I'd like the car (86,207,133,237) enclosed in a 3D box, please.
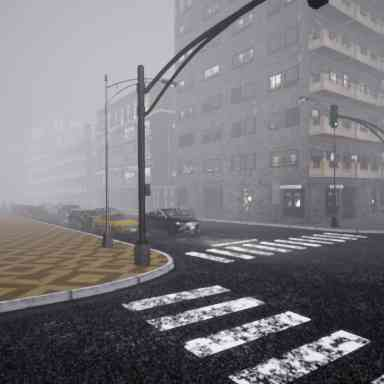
[{"bbox_3d":[-4.760,1.866,20.780,1.752,1.417,4.829,-2,0,-36],"label":"car"}]

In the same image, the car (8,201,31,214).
[{"bbox_3d":[-24.937,2.450,48.259,1.887,1.381,4.507,-2,0,-36],"label":"car"}]

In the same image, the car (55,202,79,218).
[{"bbox_3d":[-13.238,2.119,36.741,1.837,1.490,4.892,-1,-1,-36],"label":"car"}]

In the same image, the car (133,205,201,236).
[{"bbox_3d":[-1.429,1.775,20.636,2.128,1.511,4.902,-1,-1,-36],"label":"car"}]

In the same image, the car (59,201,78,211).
[{"bbox_3d":[-21.534,2.367,57.778,1.967,1.590,4.097,-2,0,-36],"label":"car"}]

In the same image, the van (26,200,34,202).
[{"bbox_3d":[-41.615,2.833,85.121,1.690,1.788,3.998,-2,0,-36],"label":"van"}]

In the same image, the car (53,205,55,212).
[{"bbox_3d":[-20.507,2.426,52.029,1.994,1.385,4.181,-1,-1,-36],"label":"car"}]

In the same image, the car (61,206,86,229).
[{"bbox_3d":[-8.205,2.002,25.473,1.947,1.339,4.313,-2,0,-36],"label":"car"}]

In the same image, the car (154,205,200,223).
[{"bbox_3d":[-1.452,1.916,30.434,2.008,1.369,4.403,-2,0,-36],"label":"car"}]

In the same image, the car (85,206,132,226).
[{"bbox_3d":[-7.284,1.995,28.610,2.033,1.411,5.357,-1,-1,-37],"label":"car"}]

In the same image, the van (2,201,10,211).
[{"bbox_3d":[-31.636,2.434,57.374,1.690,1.788,3.998,-2,0,-36],"label":"van"}]

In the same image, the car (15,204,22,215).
[{"bbox_3d":[-21.590,2.393,43.702,1.802,1.307,4.206,-2,0,-36],"label":"car"}]

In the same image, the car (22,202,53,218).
[{"bbox_3d":[-18.245,2.262,39.145,1.887,1.381,4.507,-2,0,-36],"label":"car"}]

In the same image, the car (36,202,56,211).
[{"bbox_3d":[-26.440,2.520,60.116,2.128,1.511,4.902,-1,-1,-37],"label":"car"}]
